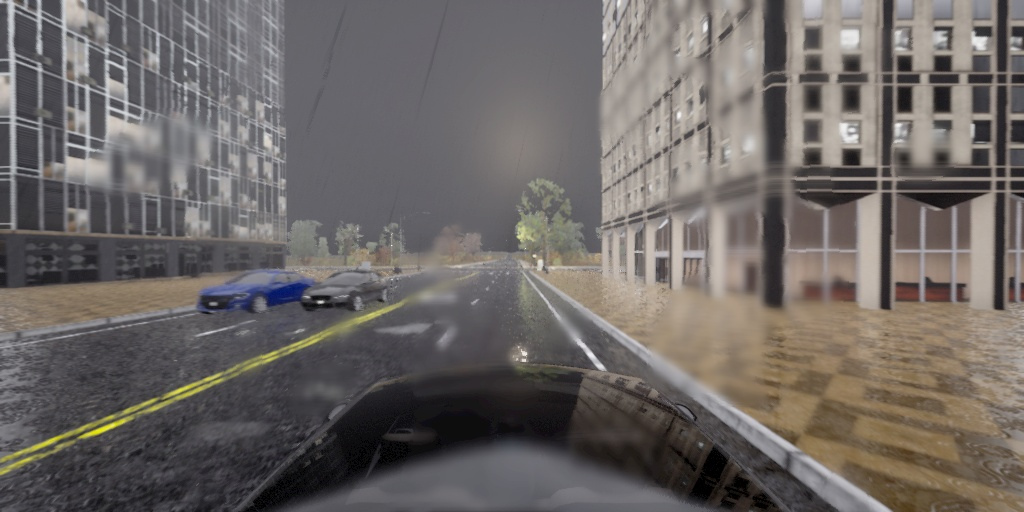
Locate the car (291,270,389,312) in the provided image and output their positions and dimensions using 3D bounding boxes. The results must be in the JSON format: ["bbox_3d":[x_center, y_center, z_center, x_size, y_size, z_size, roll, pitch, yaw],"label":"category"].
[{"bbox_3d":[-6.603,1.358,14.787,1.837,1.490,4.892,0,0,0],"label":"car"}]

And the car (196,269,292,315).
[{"bbox_3d":[-9.853,1.326,14.331,1.882,1.535,5.008,0,0,0],"label":"car"}]
